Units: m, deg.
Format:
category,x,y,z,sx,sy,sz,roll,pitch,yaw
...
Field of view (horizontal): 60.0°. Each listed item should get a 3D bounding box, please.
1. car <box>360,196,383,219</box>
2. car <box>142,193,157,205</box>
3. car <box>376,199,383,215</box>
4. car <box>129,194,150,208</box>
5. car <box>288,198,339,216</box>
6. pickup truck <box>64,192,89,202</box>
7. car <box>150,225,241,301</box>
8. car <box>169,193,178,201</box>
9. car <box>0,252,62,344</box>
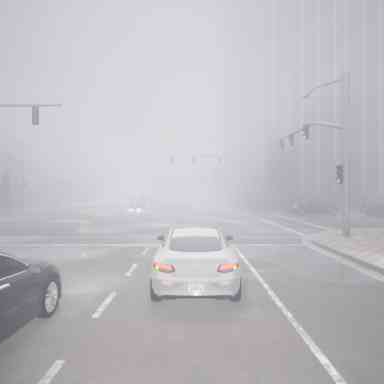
category,x,y,z,sx,sy,sz,roll,pitch,yaw
car,17.709,1.221,29.005,5.566,2.045,2.150,0,0,0
car,-7.946,1.219,57.819,2.150,2.045,5.566,0,0,-1
car,20.995,1.477,32.527,5.008,1.535,1.882,0,0,0
car,-7.823,1.490,47.927,2.128,1.511,4.902,0,0,-1
car,11.770,1.351,32.461,4.553,1.767,2.097,0,0,0
pickup truck,-24.662,1.057,70.217,2.390,2.098,6.274,0,0,30
car,0.077,1.525,8.166,1.812,1.442,4.674,0,0,0
car,-4.752,1.223,85.440,2.150,2.045,5.566,0,0,-1
car,-3.436,1.505,4.516,1.837,1.490,4.892,0,0,0
